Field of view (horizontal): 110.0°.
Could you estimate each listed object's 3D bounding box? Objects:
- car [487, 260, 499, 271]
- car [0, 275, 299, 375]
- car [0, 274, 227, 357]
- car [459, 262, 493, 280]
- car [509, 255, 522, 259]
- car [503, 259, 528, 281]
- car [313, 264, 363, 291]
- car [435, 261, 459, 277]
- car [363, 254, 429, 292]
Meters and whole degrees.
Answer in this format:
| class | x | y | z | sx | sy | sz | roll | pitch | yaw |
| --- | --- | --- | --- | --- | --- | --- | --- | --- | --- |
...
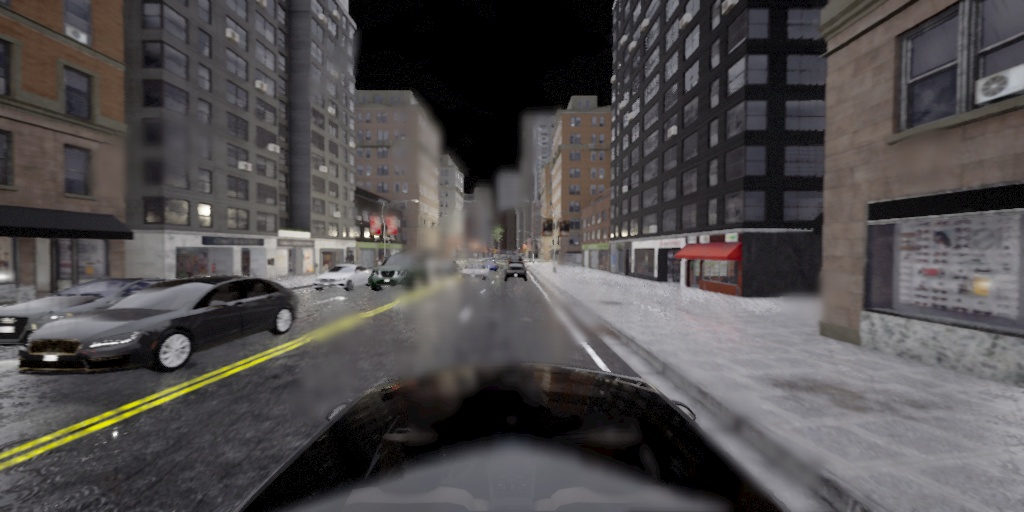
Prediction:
| class | x | y | z | sx | sy | sz | roll | pitch | yaw |
| --- | --- | --- | --- | --- | --- | --- | --- | --- | --- |
| car | -2.827 | 1.257 | 47.411 | 1.994 | 1.385 | 4.181 | 0 | 0 | 1 |
| car | -6.567 | 1.206 | 7.548 | 1.837 | 1.490 | 4.892 | 0 | 0 | 0 |
| car | -9.804 | 1.242 | 8.961 | 1.994 | 1.385 | 4.181 | 0 | 0 | 1 |
| car | -2.975 | 1.316 | 30.461 | 1.895 | 1.301 | 4.718 | 0 | 0 | 1 |
| car | 0.463 | 0.935 | 49.094 | 2.150 | 2.045 | 5.566 | 0 | 0 | 0 |
| car | 0.312 | 1.245 | 30.378 | 1.837 | 1.490 | 4.892 | 0 | 1 | 0 |
| car | -9.695 | 1.199 | 21.087 | 1.812 | 1.442 | 4.674 | 0 | 0 | 1 |
| car | -6.250 | 1.216 | 35.123 | 1.837 | 1.490 | 4.892 | 0 | 0 | 0 |
| car | -6.450 | 0.920 | 21.275 | 2.150 | 2.045 | 5.566 | 0 | 0 | 0 |
